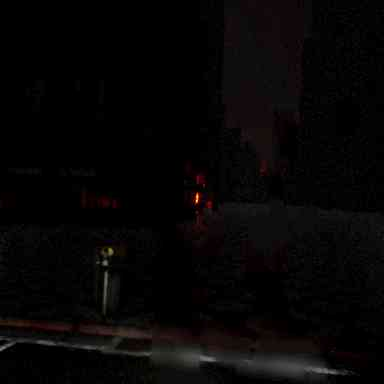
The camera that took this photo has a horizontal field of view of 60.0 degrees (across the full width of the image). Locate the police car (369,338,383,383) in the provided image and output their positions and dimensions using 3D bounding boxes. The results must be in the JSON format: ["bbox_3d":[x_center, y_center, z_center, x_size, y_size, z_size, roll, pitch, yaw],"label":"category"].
[{"bbox_3d":[4.253,1.585,2.428,5.238,1.638,1.930,1,-1,9],"label":"police car"}]
